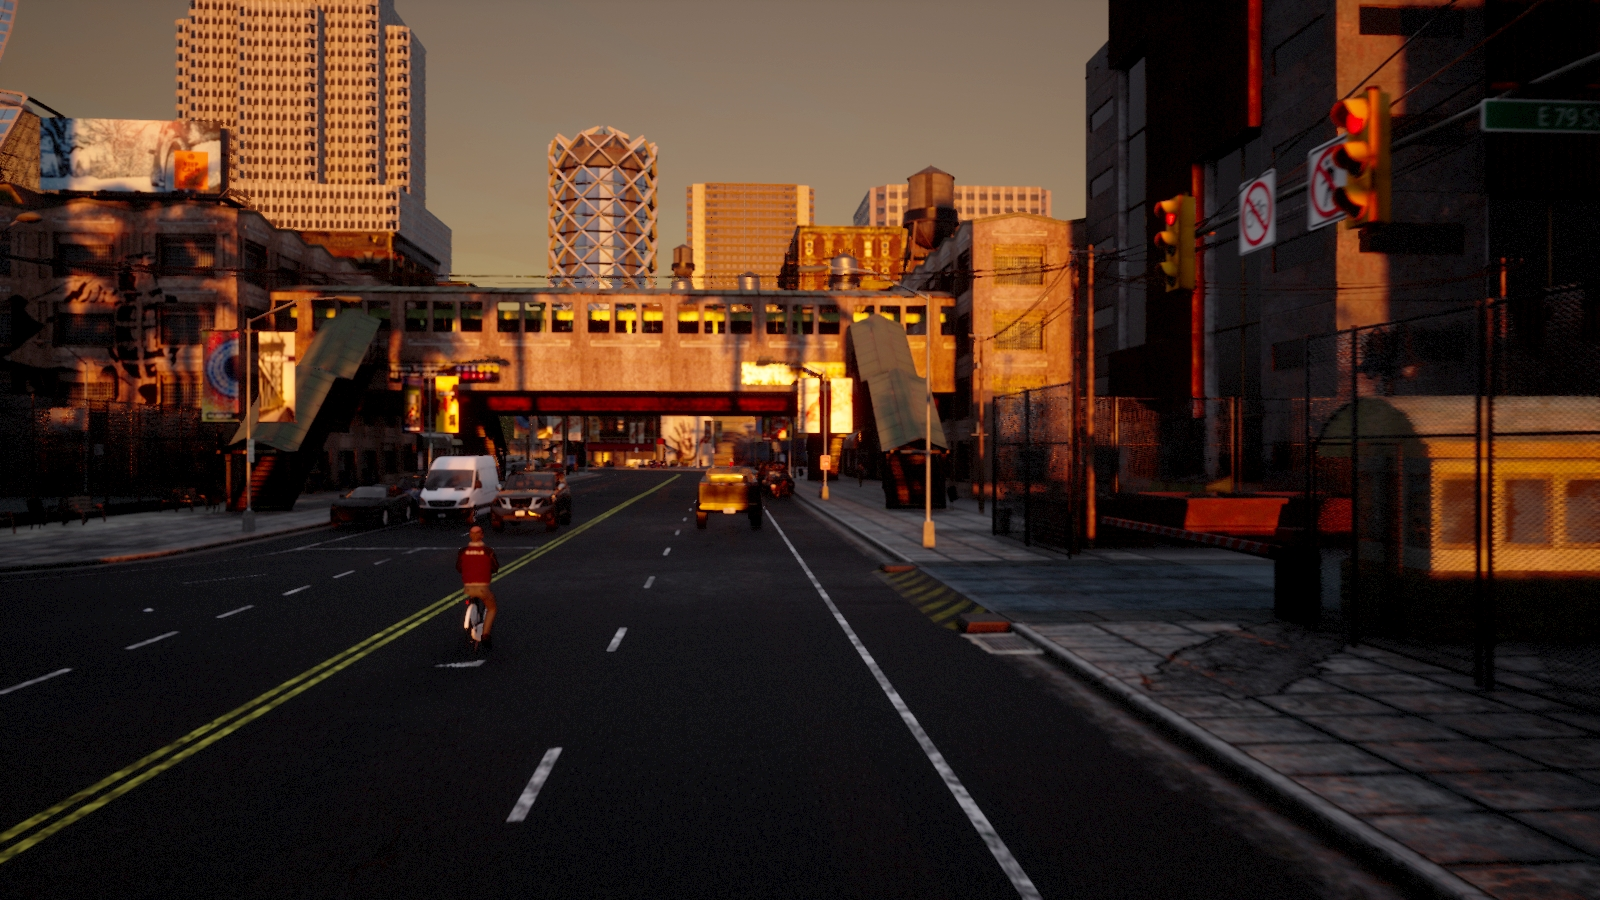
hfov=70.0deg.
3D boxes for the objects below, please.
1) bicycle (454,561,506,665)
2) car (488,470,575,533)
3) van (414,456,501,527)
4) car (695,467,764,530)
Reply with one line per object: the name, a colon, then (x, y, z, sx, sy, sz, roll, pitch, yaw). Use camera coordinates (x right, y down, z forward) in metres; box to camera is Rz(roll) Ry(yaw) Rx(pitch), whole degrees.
bicycle: (-4.402, 2.207, 15.796, 0.329, 1.171, 1.835, 0, 0, -4)
car: (-9.565, 1.774, 41.133, 2.150, 2.045, 5.566, 0, 0, -4)
van: (-13.313, 1.529, 44.764, 1.988, 2.561, 5.915, 0, 0, -4)
car: (-2.675, 1.747, 42.963, 2.390, 2.098, 6.274, 0, 0, -4)
